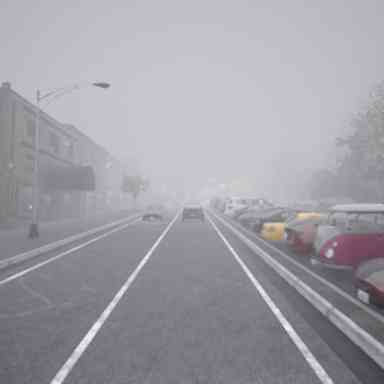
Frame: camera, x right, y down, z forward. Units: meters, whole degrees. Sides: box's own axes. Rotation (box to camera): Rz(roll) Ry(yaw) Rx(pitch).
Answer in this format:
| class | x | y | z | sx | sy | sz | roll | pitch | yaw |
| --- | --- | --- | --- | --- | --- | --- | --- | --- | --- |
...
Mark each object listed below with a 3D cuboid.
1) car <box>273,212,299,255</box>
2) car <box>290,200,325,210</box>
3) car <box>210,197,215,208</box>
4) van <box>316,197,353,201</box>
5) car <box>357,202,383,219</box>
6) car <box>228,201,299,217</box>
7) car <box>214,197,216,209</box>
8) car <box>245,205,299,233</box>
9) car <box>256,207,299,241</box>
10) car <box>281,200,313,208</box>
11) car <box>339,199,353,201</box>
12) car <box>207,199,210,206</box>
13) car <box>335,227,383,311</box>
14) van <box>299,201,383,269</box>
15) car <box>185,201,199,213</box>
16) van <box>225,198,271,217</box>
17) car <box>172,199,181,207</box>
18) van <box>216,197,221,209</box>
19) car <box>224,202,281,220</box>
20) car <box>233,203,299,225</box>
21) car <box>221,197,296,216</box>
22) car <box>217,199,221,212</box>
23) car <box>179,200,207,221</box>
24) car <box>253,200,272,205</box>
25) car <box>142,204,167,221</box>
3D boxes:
| class | x | y | z | sx | sy | sz | roll | pitch | yaw |
| --- | --- | --- | --- | --- | --- | --- | --- | --- | --- |
| car | 5.662 | 1.601 | 11.873 | 4.792 | 1.488 | 2.163 | 0 | 0 | 0 |
| car | 18.680 | 2.045 | 53.903 | 5.008 | 1.535 | 2.097 | 0 | -1 | 0 |
| car | 5.622 | 1.675 | 45.509 | 5.566 | 2.045 | 2.435 | 0 | -1 | 0 |
| van | 18.790 | 1.667 | 42.771 | 4.442 | 1.987 | 1.878 | 0 | -1 | 0 |
| car | 18.679 | 1.767 | 31.625 | 5.008 | 1.535 | 2.097 | 0 | -1 | 0 |
| car | 5.609 | 1.702 | 25.881 | 4.892 | 1.521 | 2.231 | 0 | -1 | 0 |
| car | 5.563 | 1.766 | 42.707 | 4.553 | 1.767 | 2.185 | 0 | -1 | 0 |
| car | 5.620 | 1.617 | 17.476 | 5.008 | 1.535 | 2.097 | 0 | 0 | 0 |
| car | 5.814 | 1.591 | 14.676 | 5.366 | 1.575 | 1.946 | 0 | 0 | 0 |
| car | 18.673 | 2.142 | 59.470 | 5.008 | 1.535 | 2.097 | 0 | -1 | 0 |
| car | 18.496 | 1.796 | 34.411 | 5.366 | 1.575 | 1.946 | 0 | -1 | 0 |
| car | 5.623 | 1.794 | 53.918 | 5.566 | 2.045 | 2.435 | 0 | -1 | 0 |
| car | 5.611 | 1.555 | 6.266 | 4.792 | 1.488 | 2.163 | 0 | 0 | 0 |
| van | 5.520 | 1.323 | 9.071 | 4.442 | 1.987 | 1.878 | 0 | 0 | 0 |
| car | 0.041 | 1.966 | 45.618 | 1.837 | 1.490 | 4.892 | 0 | 0 | 0 |
| van | 5.718 | 1.570 | 34.298 | 4.442 | 1.987 | 1.878 | 0 | -1 | 0 |
| car | -3.252 | 2.280 | 72.229 | 2.097 | 1.767 | 4.553 | 0 | -1 | 0 |
| van | 5.480 | 1.634 | 39.904 | 4.442 | 1.987 | 1.878 | 0 | -1 | 0 |
| car | 5.600 | 1.764 | 31.492 | 5.008 | 1.535 | 2.097 | 0 | -1 | 0 |
| car | 5.588 | 1.701 | 23.083 | 4.792 | 1.488 | 2.163 | 0 | -1 | 0 |
| car | 5.638 | 1.482 | 28.691 | 5.566 | 2.045 | 2.435 | 0 | -1 | 0 |
| car | 5.593 | 1.829 | 37.097 | 4.892 | 1.521 | 2.231 | 0 | -1 | 0 |
| car | 0.096 | 1.756 | 29.850 | 1.882 | 1.535 | 5.008 | 0 | 0 | 0 |
| car | 18.696 | 2.771 | 87.949 | 4.674 | 1.452 | 2.002 | 0 | -1 | 0 |
| car | -3.351 | 1.832 | 30.407 | 2.033 | 1.411 | 5.357 | 0 | -1 | 0 |
